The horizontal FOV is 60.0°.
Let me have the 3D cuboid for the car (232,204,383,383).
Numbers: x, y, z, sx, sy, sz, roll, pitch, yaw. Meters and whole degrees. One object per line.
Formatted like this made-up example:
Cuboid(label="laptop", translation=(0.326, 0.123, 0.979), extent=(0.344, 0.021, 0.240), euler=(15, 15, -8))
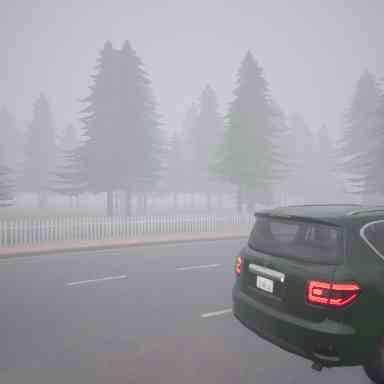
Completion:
Cuboid(label="car", translation=(3.276, 1.222, 5.331), extent=(5.566, 2.045, 2.150), euler=(0, 0, -27))
